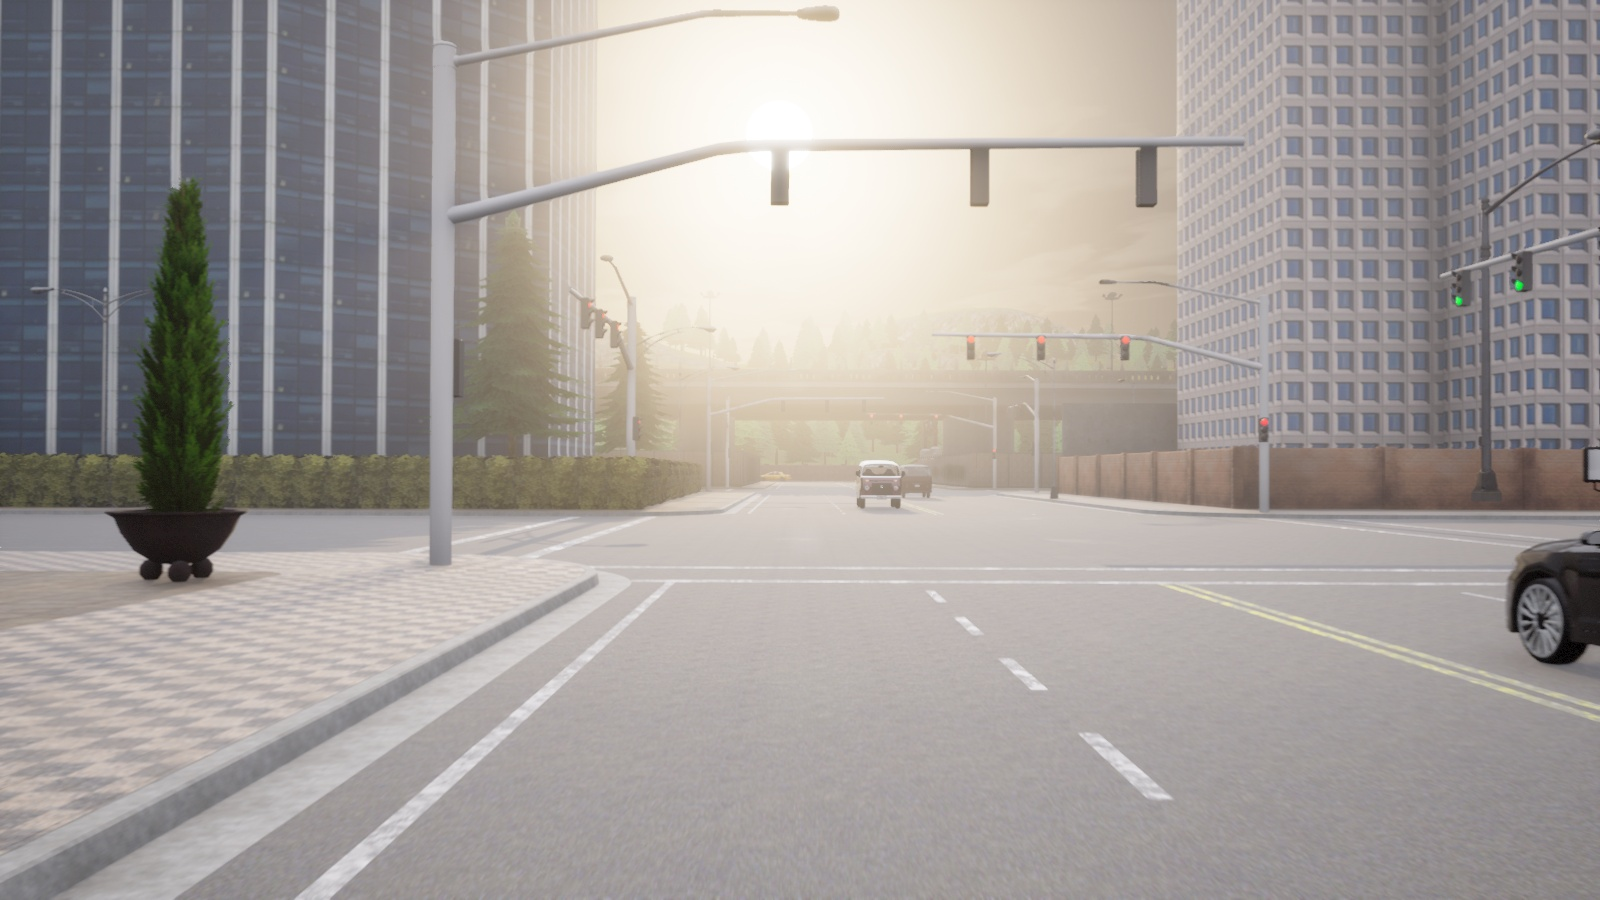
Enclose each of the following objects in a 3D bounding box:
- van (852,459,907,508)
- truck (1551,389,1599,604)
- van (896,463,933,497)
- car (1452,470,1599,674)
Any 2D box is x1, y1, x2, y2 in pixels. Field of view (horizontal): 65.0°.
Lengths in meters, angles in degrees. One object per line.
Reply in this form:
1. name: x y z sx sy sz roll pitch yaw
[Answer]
1. van: 3.367 1.431 54.146 2.069 2.038 4.480 0 -1 0
2. truck: 10.467 0.498 12.662 2.627 2.467 5.204 0 -1 0
3. van: 6.816 1.799 75.205 1.775 1.987 4.442 0 -1 0
4. car: 6.977 0.892 8.913 2.128 1.511 4.902 0 -1 0
